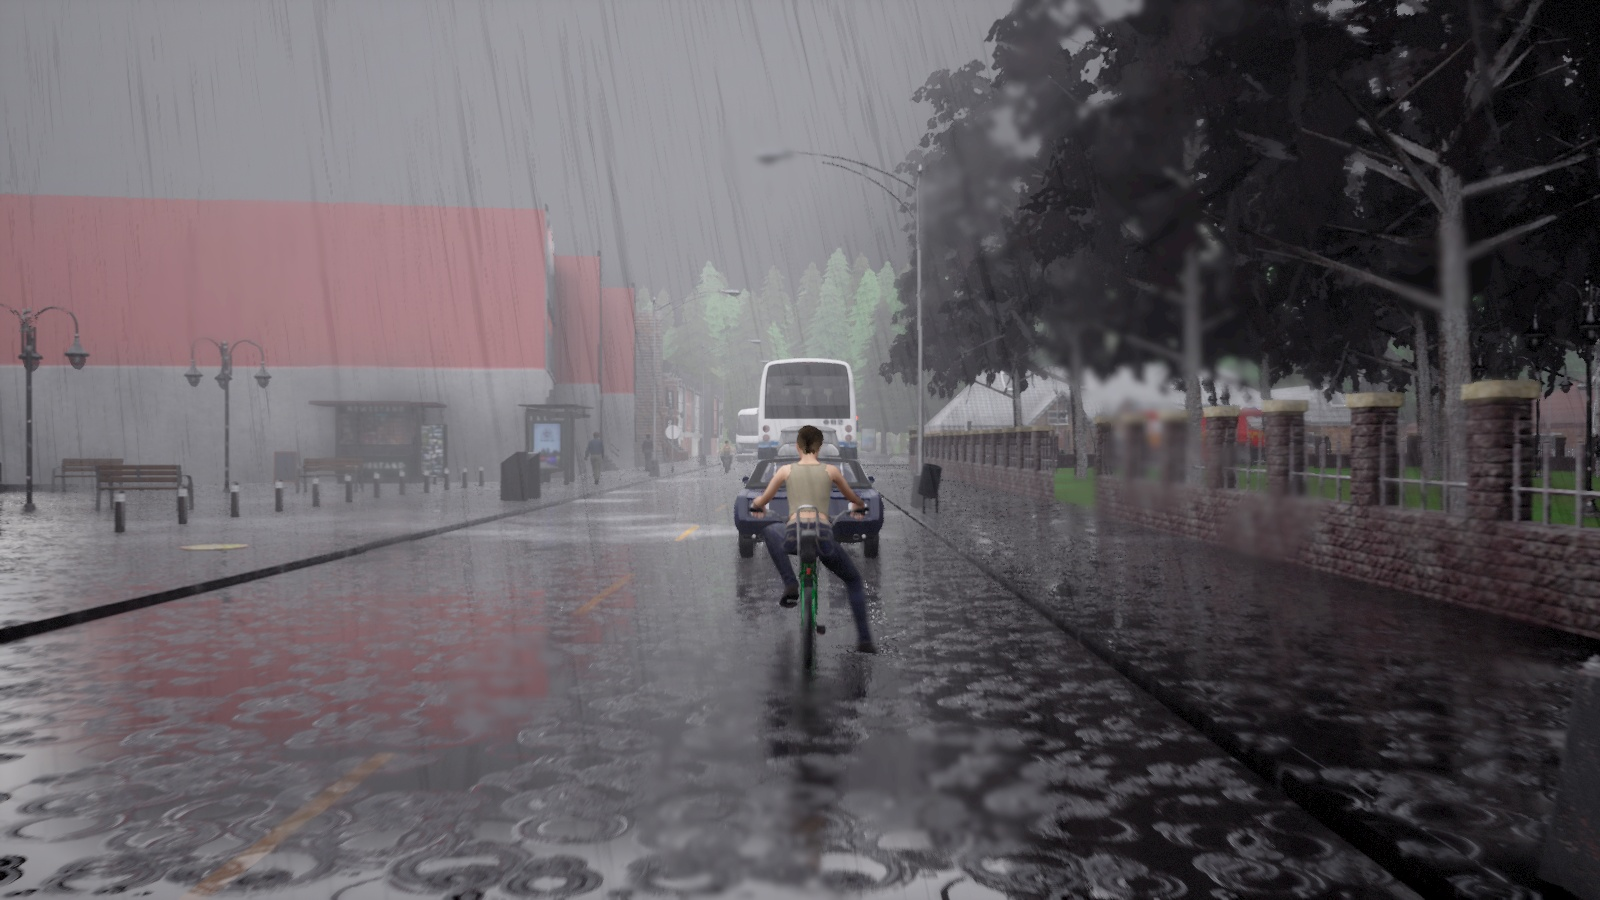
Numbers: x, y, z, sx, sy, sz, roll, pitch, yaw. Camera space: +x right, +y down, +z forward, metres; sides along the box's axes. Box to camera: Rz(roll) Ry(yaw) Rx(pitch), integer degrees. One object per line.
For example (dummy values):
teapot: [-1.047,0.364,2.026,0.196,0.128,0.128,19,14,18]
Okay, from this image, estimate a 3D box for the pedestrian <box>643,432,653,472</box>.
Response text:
pedestrian: [-7.422,0.099,61.304,0.402,1.930,0.666,0,0,1]

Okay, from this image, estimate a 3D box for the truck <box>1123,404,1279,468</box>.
truck: [24.192,-0.827,76.045,8.468,3.827,2.891,0,0,-1]

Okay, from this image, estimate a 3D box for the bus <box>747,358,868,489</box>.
bus: [0.321,-0.888,45.838,3.944,4.253,10.273,0,0,1]

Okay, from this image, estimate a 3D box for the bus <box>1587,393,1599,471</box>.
bus: [45.286,-0.954,64.041,3.944,4.253,10.273,0,0,0]

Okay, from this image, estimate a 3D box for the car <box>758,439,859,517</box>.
car: [0.183,0.541,27.113,2.007,1.525,4.514,0,0,0]

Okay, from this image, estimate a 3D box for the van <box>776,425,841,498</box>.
van: [0.246,0.296,36.101,1.775,1.987,4.442,0,0,0]

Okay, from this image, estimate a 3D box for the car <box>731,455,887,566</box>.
car: [0.118,0.748,17.645,1.895,1.301,4.718,0,0,0]

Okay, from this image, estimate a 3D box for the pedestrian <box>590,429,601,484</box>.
pedestrian: [-6.934,0.210,42.543,0.370,1.835,0.726,0,0,-8]

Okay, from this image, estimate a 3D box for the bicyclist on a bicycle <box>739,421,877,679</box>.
bicyclist on a bicycle: [0.059,0.636,8.621,0.866,1.612,1.509,0,-1,1]
